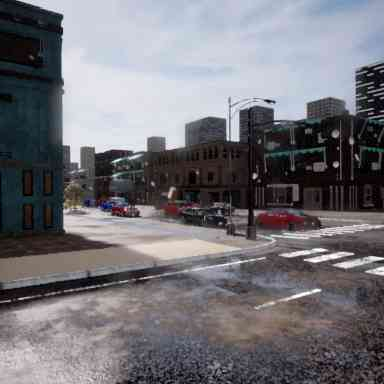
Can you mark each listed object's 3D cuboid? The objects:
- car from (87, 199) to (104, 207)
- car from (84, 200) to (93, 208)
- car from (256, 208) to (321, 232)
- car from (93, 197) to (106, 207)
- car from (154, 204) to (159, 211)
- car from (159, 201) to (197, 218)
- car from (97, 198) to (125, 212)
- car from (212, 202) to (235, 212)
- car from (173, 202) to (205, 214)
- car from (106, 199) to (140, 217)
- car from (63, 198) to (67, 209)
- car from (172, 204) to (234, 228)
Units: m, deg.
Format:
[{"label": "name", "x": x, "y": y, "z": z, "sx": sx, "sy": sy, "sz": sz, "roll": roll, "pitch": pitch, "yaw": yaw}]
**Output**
[{"label": "car", "x": -19.650, "y": 2.227, "z": 67.880, "sx": 1.887, "sy": 1.381, "sz": 4.507, "roll": -1, "pitch": 0, "yaw": -35}, {"label": "car", "x": -19.500, "y": 2.193, "z": 63.230, "sx": 1.812, "sy": 1.442, "sz": 4.674, "roll": -1, "pitch": 0, "yaw": -35}, {"label": "car", "x": 6.067, "y": 1.715, "z": 21.251, "sx": 1.994, "sy": 1.385, "sz": 4.181, "roll": -1, "pitch": -1, "yaw": -32}, {"label": "car", "x": -16.449, "y": 1.939, "z": 63.368, "sx": 2.192, "sy": 1.841, "sz": 5.009, "roll": -1, "pitch": 0, "yaw": -35}, {"label": "car", "x": -3.615, "y": 1.965, "z": 45.322, "sx": 1.802, "sy": 1.307, "sz": 4.206, "roll": -2, "pitch": 0, "yaw": -35}, {"label": "car", "x": -0.846, "y": 1.648, "z": 31.441, "sx": 2.097, "sy": 1.767, "sz": 4.553, "roll": -1, "pitch": 0, "yaw": -35}, {"label": "car", "x": -10.873, "y": 1.968, "z": 45.590, "sx": 1.882, "sy": 1.535, "sz": 5.008, "roll": -1, "pitch": -1, "yaw": -35}, {"label": "car", "x": 2.796, "y": 1.809, "z": 36.298, "sx": 2.008, "sy": 1.369, "sz": 4.403, "roll": -2, "pitch": 0, "yaw": -35}, {"label": "car", "x": -0.410, "y": 1.903, "z": 40.811, "sx": 1.802, "sy": 1.307, "sz": 4.206, "roll": -2, "pitch": 0, "yaw": -35}, {"label": "car", "x": -7.243, "y": 1.846, "z": 35.953, "sx": 1.967, "sy": 1.590, "sz": 4.097, "roll": -1, "pitch": 0, "yaw": -35}, {"label": "car", "x": -23.174, "y": 2.232, "z": 58.374, "sx": 1.752, "sy": 1.417, "sz": 4.829, "roll": -1, "pitch": 0, "yaw": -35}, {"label": "car", "x": 0.700, "y": 1.814, "z": 24.573, "sx": 1.947, "sy": 1.339, "sz": 4.313, "roll": -2, "pitch": 0, "yaw": -35}]
